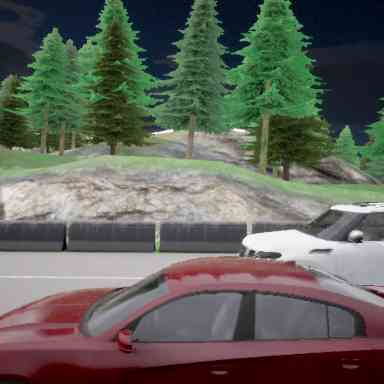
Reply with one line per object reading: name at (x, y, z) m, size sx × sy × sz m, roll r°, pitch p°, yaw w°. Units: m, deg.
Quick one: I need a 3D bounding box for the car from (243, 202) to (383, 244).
car at (3.713, 1.234, 6.873) m, size 5.566 × 2.045 × 2.150 m, roll 0°, pitch 0°, yaw 2°

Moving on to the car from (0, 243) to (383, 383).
car at (0.193, 1.482, 3.491) m, size 5.008 × 1.535 × 1.882 m, roll 0°, pitch 0°, yaw 2°
